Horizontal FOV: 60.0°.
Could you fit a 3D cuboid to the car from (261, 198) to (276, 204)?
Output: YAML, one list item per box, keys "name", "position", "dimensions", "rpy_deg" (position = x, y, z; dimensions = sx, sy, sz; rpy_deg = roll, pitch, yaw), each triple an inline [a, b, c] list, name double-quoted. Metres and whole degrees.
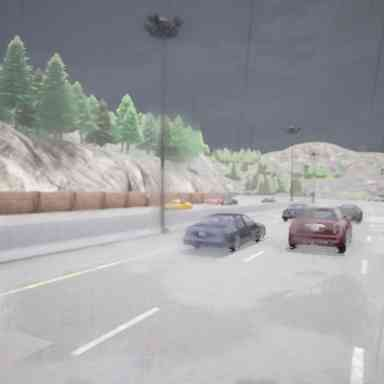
- name: "car"
  position: [13.440, 1.770, 58.180]
  dimensions: [2.128, 1.511, 4.902]
  rpy_deg: [0, 0, 28]

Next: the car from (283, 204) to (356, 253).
- name: "car"
  position: [5.705, 1.429, 14.452]
  dimensions: [2.097, 1.767, 4.553]
  rpy_deg: [0, 0, 29]

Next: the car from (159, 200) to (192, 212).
- name: "car"
  position: [-1.821, 1.616, 37.434]
  dimensions: [1.882, 1.535, 5.008]
  rpy_deg: [0, 0, 29]

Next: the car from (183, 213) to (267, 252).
- name: "car"
  position: [1.612, 1.609, 14.337]
  dimensions: [2.033, 1.411, 5.357]
  rpy_deg: [0, 0, 29]

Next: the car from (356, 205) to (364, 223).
- name: "car"
  position: [13.054, 1.723, 27.626]
  dimensions: [1.994, 1.385, 4.181]
  rpy_deg: [0, 0, 30]

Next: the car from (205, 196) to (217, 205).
- name: "car"
  position: [4.193, 1.614, 63.121]
  dimensions: [2.097, 1.767, 4.553]
  rpy_deg: [0, 0, 28]

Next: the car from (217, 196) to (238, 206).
- name: "car"
  position: [6.976, 1.755, 60.881]
  dimensions: [2.128, 1.511, 4.902]
  rpy_deg: [0, 0, 28]
